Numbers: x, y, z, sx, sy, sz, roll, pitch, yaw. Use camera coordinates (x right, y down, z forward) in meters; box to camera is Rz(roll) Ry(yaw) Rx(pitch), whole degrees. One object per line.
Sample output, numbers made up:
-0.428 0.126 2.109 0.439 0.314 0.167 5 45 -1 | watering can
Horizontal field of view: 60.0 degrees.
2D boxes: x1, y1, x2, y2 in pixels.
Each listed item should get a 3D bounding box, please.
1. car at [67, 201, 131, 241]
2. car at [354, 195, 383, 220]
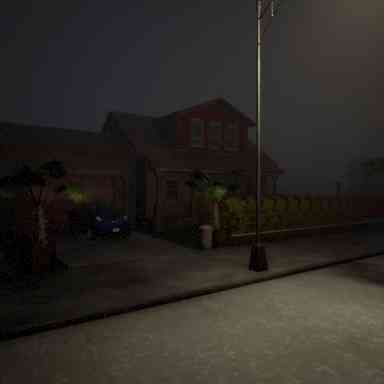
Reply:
-4.112 1.174 14.537 1.845 1.501 3.633 0 0 -38 | car
14.889 1.221 25.319 2.150 2.045 5.566 0 0 -35 | car
